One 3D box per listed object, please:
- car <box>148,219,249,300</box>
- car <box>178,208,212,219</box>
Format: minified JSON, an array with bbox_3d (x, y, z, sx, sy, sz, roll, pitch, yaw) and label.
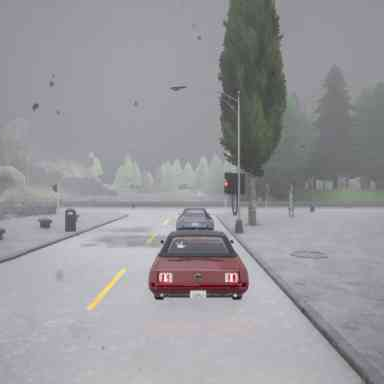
[{"bbox_3d":[0.127,1.601,8.351,1.895,1.301,4.718,0,0,0],"label":"car"},{"bbox_3d":[0.162,1.564,18.390,1.994,1.385,4.181,0,0,0],"label":"car"}]
